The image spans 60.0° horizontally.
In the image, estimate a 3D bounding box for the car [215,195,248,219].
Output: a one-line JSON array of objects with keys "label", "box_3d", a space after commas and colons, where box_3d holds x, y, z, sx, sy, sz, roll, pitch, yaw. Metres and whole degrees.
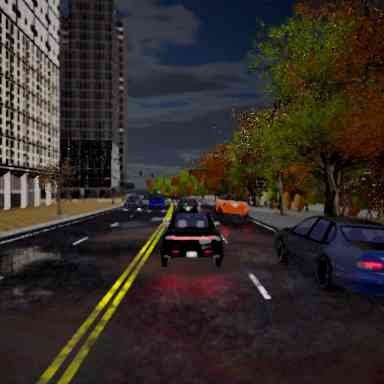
[{"label": "car", "box_3d": [3.033, 1.017, 25.931, 2.097, 1.767, 4.553, 5, -1, -2]}]

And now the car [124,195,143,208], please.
[{"label": "car", "box_3d": [-7.667, 1.203, 43.806, 2.097, 1.767, 4.553, 0, 0, -3]}]

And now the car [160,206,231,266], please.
[{"label": "car", "box_3d": [-0.019, 1.451, 11.361, 2.128, 1.511, 4.902, 0, 0, 0]}]

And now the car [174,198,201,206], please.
[{"label": "car", "box_3d": [-0.330, 1.259, 26.156, 2.097, 1.767, 4.553, 0, 0, -1]}]

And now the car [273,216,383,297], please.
[{"label": "car", "box_3d": [3.381, 1.279, 7.647, 2.033, 1.411, 5.357, 5, -1, 0]}]

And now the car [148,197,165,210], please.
[{"label": "car", "box_3d": [-4.282, 1.338, 40.803, 1.882, 1.535, 5.008, 0, 0, -2]}]
